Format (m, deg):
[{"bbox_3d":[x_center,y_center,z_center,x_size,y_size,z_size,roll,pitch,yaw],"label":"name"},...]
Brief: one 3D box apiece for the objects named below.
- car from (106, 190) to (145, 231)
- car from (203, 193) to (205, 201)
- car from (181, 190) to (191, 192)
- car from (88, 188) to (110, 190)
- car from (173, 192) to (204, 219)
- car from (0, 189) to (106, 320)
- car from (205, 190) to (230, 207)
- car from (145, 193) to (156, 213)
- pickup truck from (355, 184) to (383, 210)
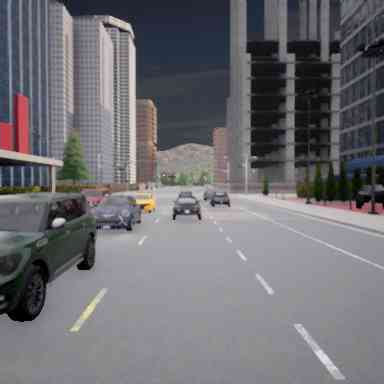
[{"bbox_3d":[-3.932,0.962,17.411,2.097,1.767,4.553,0,1,-1],"label":"car"},{"bbox_3d":[2.555,0.483,46.733,2.033,1.411,5.357,0,1,-1],"label":"car"},{"bbox_3d":[-0.847,0.463,45.366,2.128,1.511,4.902,0,1,-1],"label":"car"},{"bbox_3d":[-7.516,0.746,25.700,2.150,2.045,5.566,0,1,-1],"label":"car"},{"bbox_3d":[-0.358,1.001,23.092,1.812,1.442,4.674,0,1,-1],"label":"car"},{"bbox_3d":[-3.717,1.059,7.298,2.150,2.045,5.566,0,1,-1],"label":"car"},{"bbox_3d":[2.850,0.700,34.649,2.128,1.511,4.902,0,1,-1],"label":"car"},{"bbox_3d":[-4.137,0.854,27.728,1.882,1.535,5.008,0,1,-1],"label":"car"},{"bbox_3d":[16.028,0.359,29.536,2.390,2.098,6.274,1,1,29],"label":"pickup truck"}]
